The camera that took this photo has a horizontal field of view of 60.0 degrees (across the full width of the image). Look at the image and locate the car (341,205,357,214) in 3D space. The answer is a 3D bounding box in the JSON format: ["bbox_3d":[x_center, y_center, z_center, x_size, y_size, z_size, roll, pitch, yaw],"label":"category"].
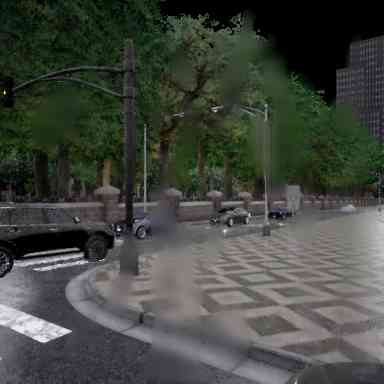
[{"bbox_3d":[25.250,2.771,53.504,1.812,1.442,4.674,0,-2,35],"label":"car"}]

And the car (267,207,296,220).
[{"bbox_3d":[10.153,2.388,37.731,1.895,1.301,4.718,0,-1,36],"label":"car"}]

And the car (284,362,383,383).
[{"bbox_3d":[2.349,1.551,1.281,4.403,1.369,2.008,0,0,36],"label":"car"}]

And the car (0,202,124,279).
[{"bbox_3d":[-5.129,1.358,10.692,2.150,2.045,5.566,0,-1,35],"label":"car"}]

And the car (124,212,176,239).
[{"bbox_3d":[-2.781,1.887,19.520,1.994,1.385,4.181,0,-1,35],"label":"car"}]

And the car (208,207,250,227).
[{"bbox_3d":[3.230,2.040,27.991,1.837,1.490,4.892,0,-1,35],"label":"car"}]
